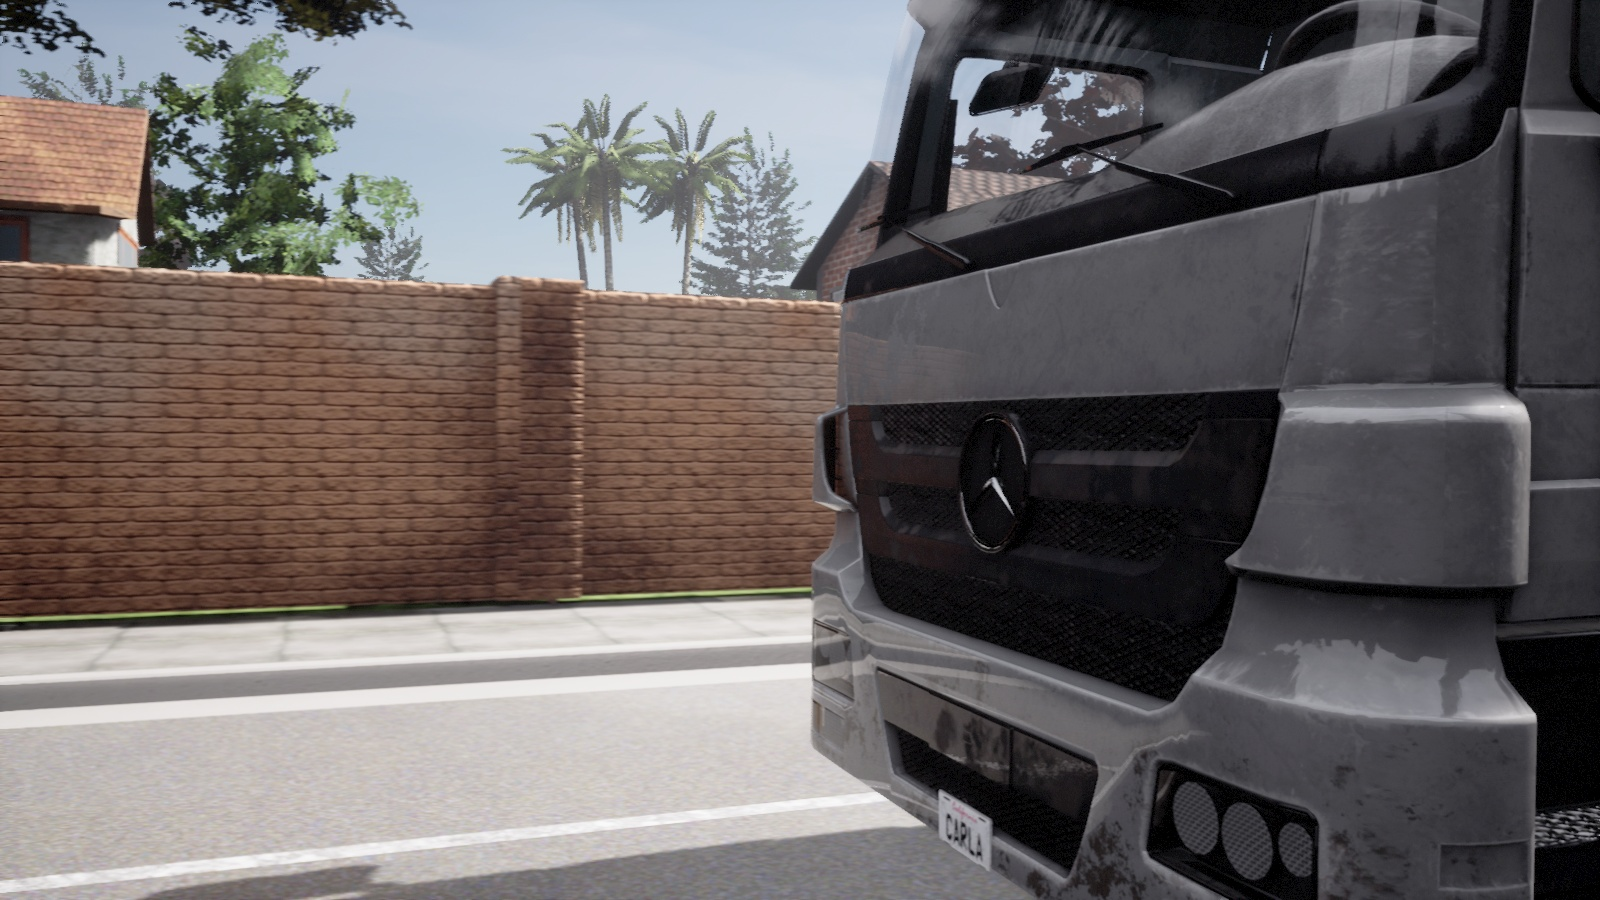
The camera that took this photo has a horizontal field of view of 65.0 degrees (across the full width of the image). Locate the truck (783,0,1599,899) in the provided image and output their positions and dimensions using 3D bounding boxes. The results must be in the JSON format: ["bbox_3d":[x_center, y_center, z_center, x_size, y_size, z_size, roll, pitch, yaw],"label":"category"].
[{"bbox_3d":[4.174,-0.307,4.812,7.936,3.462,2.891,-1,1,-21],"label":"truck"}]
